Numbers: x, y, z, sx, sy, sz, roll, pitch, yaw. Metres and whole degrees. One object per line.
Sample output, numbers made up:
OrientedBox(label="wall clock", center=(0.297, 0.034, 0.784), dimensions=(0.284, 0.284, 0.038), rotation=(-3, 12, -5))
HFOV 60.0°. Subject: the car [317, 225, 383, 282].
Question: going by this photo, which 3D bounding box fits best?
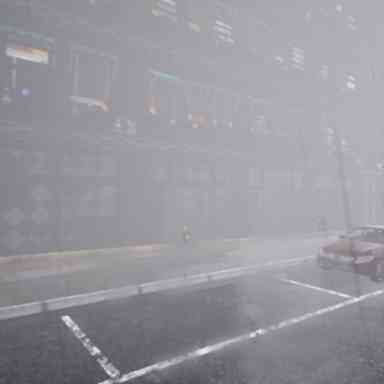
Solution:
OrientedBox(label="car", center=(5.548, 1.692, 10.045), dimensions=(4.206, 1.307, 1.802), rotation=(1, 0, -35))
